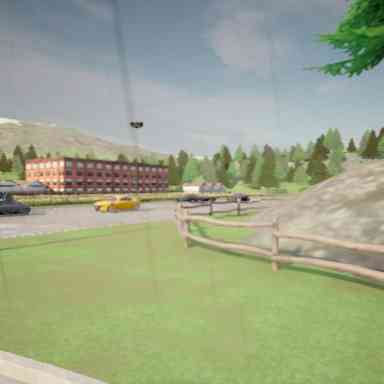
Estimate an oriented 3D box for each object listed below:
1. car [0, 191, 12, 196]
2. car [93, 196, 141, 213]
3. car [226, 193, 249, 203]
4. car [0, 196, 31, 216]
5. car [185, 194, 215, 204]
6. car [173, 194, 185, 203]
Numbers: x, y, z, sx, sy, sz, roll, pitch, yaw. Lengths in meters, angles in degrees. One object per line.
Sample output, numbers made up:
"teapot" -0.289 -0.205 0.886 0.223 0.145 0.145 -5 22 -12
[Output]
"car" -18.317 0.928 28.654 2.150 2.045 5.566 0 1 36
"car" -7.153 1.135 32.068 1.882 1.535 5.008 0 1 36
"car" 7.035 0.911 51.220 1.882 1.535 5.008 0 0 37
"car" -15.326 1.288 26.817 1.994 1.385 4.181 0 1 36
"car" 1.498 1.057 49.676 1.895 1.301 4.718 0 1 37
"car" -0.651 0.974 52.644 2.033 1.411 5.357 0 1 37
